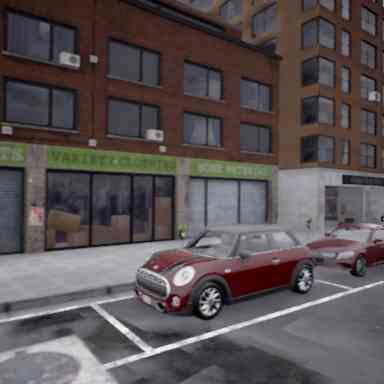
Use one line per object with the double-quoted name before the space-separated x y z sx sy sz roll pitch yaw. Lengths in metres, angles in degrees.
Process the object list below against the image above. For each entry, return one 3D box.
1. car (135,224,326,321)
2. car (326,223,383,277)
"car" 0.802 1.484 7.329 4.097 1.590 1.967 1 0 -35
"car" 5.285 1.678 10.526 4.206 1.307 1.802 1 0 -35
